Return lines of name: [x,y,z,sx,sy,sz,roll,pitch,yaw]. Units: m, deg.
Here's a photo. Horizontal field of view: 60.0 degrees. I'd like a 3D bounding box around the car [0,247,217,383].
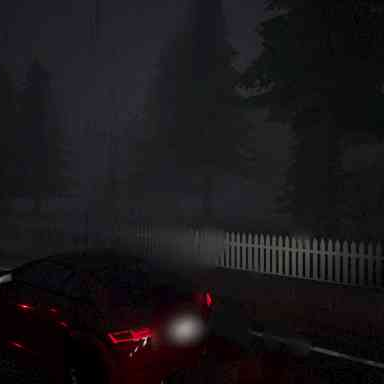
car: [-1.727,1.564,5.008,4.181,1.385,1.994,0,0,35]
